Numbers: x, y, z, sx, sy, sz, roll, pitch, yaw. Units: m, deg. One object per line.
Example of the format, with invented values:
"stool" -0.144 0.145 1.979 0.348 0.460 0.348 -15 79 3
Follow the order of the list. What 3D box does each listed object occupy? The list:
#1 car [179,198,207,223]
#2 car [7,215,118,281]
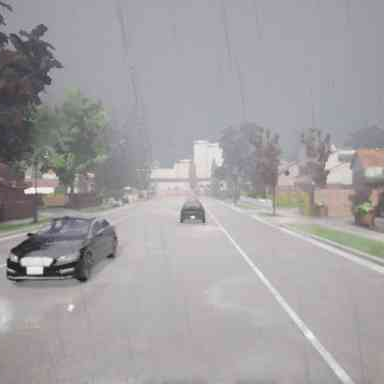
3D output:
"car" 0.067 1.480 25.526 1.837 1.490 4.892 0 1 0
"car" -3.499 1.483 9.857 2.128 1.511 4.902 0 0 0
